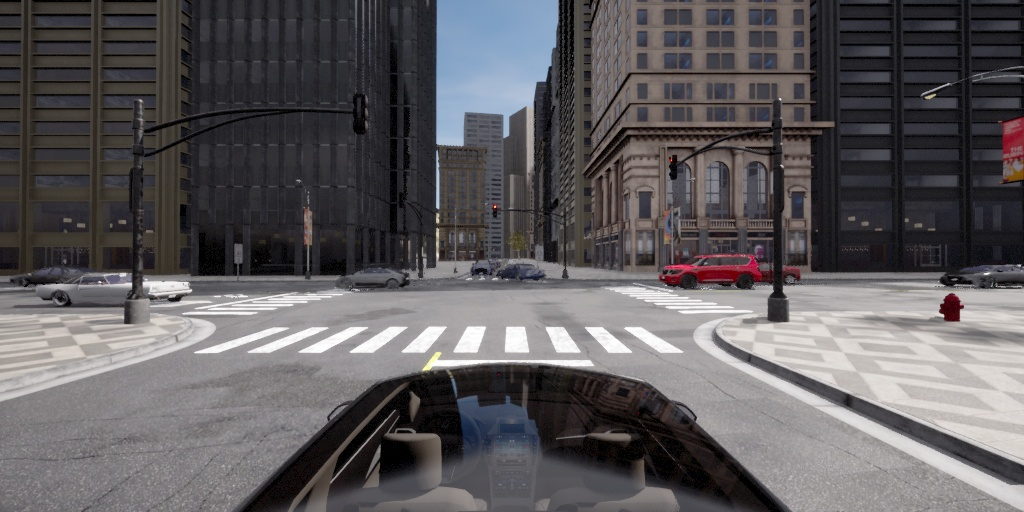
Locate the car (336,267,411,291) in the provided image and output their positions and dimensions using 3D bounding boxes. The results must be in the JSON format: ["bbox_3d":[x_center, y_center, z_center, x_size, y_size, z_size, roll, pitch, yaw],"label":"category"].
[{"bbox_3d":[-8.312,1.343,21.671,4.181,1.385,1.994,0,0,0],"label":"car"}]

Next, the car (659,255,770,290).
[{"bbox_3d":[11.932,0.943,21.701,5.566,2.045,2.150,0,0,0],"label":"car"}]

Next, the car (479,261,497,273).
[{"bbox_3d":[-3.070,1.377,46.370,1.994,1.385,4.181,0,0,0],"label":"car"}]

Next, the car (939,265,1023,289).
[{"bbox_3d":[28.794,1.244,21.713,4.181,1.385,1.994,0,0,0],"label":"car"}]

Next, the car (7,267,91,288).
[{"bbox_3d":[-31.254,1.444,24.895,5.357,1.411,2.033,0,0,0],"label":"car"}]

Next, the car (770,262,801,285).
[{"bbox_3d":[17.180,1.209,24.954,5.008,1.535,1.882,0,0,0],"label":"car"}]

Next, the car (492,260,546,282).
[{"bbox_3d":[0.663,1.327,29.568,2.033,1.411,5.357,0,0,-30],"label":"car"}]

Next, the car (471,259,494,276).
[{"bbox_3d":[-3.058,1.145,37.598,2.097,1.767,4.553,0,0,0],"label":"car"}]

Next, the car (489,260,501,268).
[{"bbox_3d":[-3.048,1.430,65.369,1.994,1.385,4.181,0,0,0],"label":"car"}]

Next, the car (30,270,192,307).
[{"bbox_3d":[-16.379,1.366,14.963,4.718,1.301,1.895,0,0,0],"label":"car"}]
